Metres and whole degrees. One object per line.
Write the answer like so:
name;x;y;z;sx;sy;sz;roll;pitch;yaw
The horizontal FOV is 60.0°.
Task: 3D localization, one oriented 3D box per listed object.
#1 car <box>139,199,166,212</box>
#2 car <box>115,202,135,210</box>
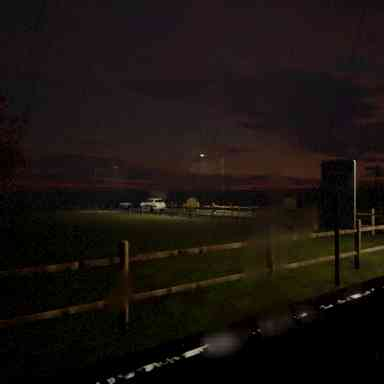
car;-6.347;2.094;53.006;2.150;2.045;5.566;0;-1;-36
car;-12.428;2.631;61.788;2.033;1.411;5.357;0;-1;-34
